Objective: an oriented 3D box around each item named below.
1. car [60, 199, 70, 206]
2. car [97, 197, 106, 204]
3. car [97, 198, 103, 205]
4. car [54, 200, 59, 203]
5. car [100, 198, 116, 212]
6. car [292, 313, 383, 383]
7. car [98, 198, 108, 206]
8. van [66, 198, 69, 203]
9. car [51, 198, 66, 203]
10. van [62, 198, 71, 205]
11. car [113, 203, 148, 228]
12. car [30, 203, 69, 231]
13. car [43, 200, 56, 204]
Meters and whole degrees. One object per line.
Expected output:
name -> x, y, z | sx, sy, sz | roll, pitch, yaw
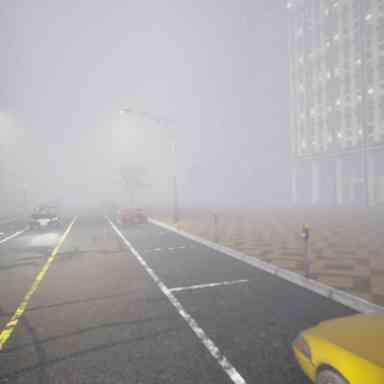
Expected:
car -> -30.538, 2.524, 79.972 | 2.008, 1.369, 4.403 | -3, 0, -17
car -> -22.551, 2.121, 82.476 | 1.967, 1.590, 4.097 | -3, 0, -17
car -> -15.874, 2.030, 60.916 | 2.008, 1.369, 4.403 | -3, 0, -17
car -> -20.531, 2.253, 47.637 | 1.802, 1.307, 4.206 | -3, 0, -17
car -> -10.870, 1.878, 44.744 | 2.008, 1.369, 4.403 | -3, 0, -17
car -> 2.422, 1.435, 1.784 | 1.752, 1.417, 4.829 | -3, 0, -17
car -> -19.210, 2.131, 71.696 | 2.008, 1.369, 4.403 | -3, 0, -17
van -> -27.212, 2.214, 69.192 | 1.690, 1.788, 3.998 | -3, 0, -17
car -> -23.879, 2.087, 58.414 | 2.192, 1.841, 5.009 | -3, 0, -17
van -> -32.215, 2.364, 85.360 | 1.690, 1.788, 3.998 | -3, 0, -17
car -> -4.199, 1.665, 23.183 | 1.887, 1.381, 4.507 | -3, 0, -17
car -> -10.403, 1.834, 24.017 | 2.128, 1.511, 4.902 | -2, 0, -17
car -> -18.816, 2.144, 42.086 | 1.752, 1.417, 4.829 | -3, 0, -17
